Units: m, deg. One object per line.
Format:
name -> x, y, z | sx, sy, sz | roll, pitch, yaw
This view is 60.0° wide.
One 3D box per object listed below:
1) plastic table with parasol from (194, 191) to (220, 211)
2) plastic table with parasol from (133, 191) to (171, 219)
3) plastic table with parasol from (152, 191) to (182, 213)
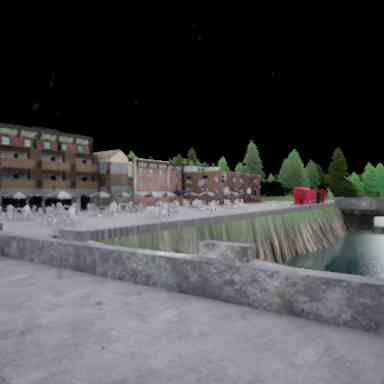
plastic table with parasol -> 2.046, 1.174, 44.530 | 2.482, 2.480, 2.482 | -1, 0, 36
plastic table with parasol -> -3.753, 1.145, 31.481 | 2.482, 2.480, 2.482 | -1, 0, 36
plastic table with parasol -> -2.973, 1.185, 39.168 | 2.482, 2.480, 2.482 | -1, 0, 36
